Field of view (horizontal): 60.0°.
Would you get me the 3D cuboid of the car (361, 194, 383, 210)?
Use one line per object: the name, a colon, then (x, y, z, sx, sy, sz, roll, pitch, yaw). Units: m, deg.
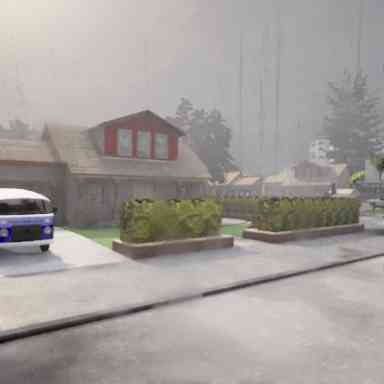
car: (22.799, 1.199, 40.572, 3.866, 1.878, 1.905, 0, 0, -1)
